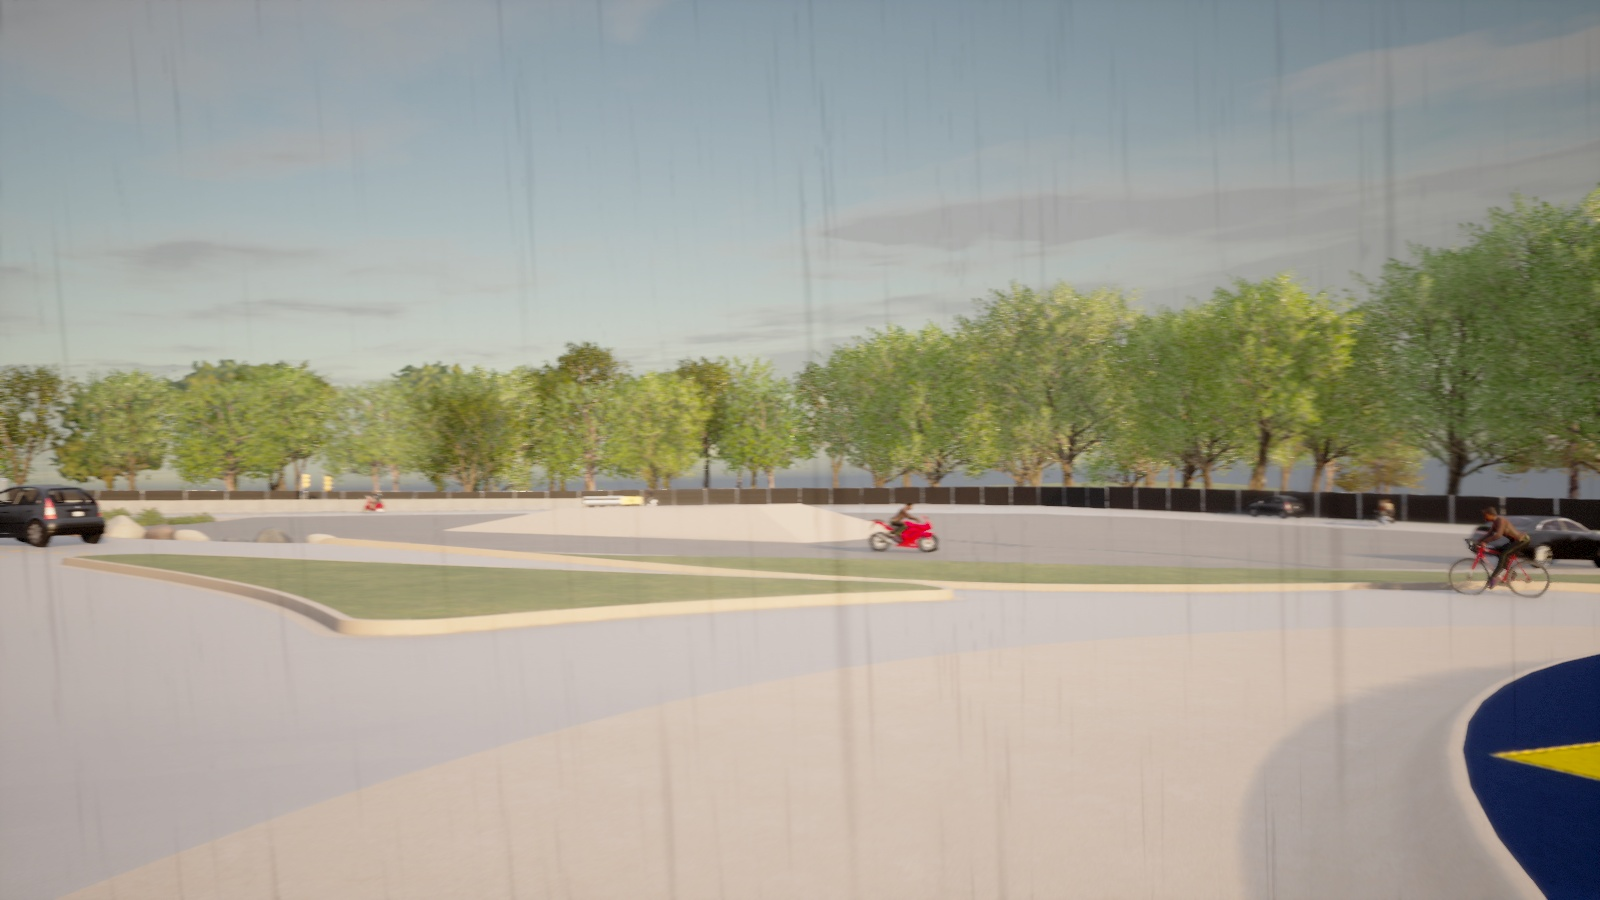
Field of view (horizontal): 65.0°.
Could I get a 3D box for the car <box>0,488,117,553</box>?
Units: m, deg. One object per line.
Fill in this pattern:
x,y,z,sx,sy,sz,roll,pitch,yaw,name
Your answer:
-20.651,1.870,33.887,3.988,1.617,1.851,-1,-1,24,car

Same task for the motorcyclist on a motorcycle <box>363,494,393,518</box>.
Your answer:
-28.820,3.812,85.737,0.866,1.590,1.817,-1,-2,33,motorcyclist on a motorcycle

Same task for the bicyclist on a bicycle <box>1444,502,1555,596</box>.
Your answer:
12.620,1.766,22.698,1.656,1.620,0.582,0,-1,16,bicyclist on a bicycle

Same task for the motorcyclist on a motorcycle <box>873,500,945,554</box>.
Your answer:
3.150,2.225,36.479,2.044,1.523,0.797,1,-2,4,motorcyclist on a motorcycle

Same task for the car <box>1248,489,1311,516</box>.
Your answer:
34.490,3.776,90.414,1.851,1.617,3.988,-3,2,-26,car

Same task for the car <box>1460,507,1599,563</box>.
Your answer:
22.181,2.497,37.221,4.902,1.511,2.128,2,-1,-26,car
